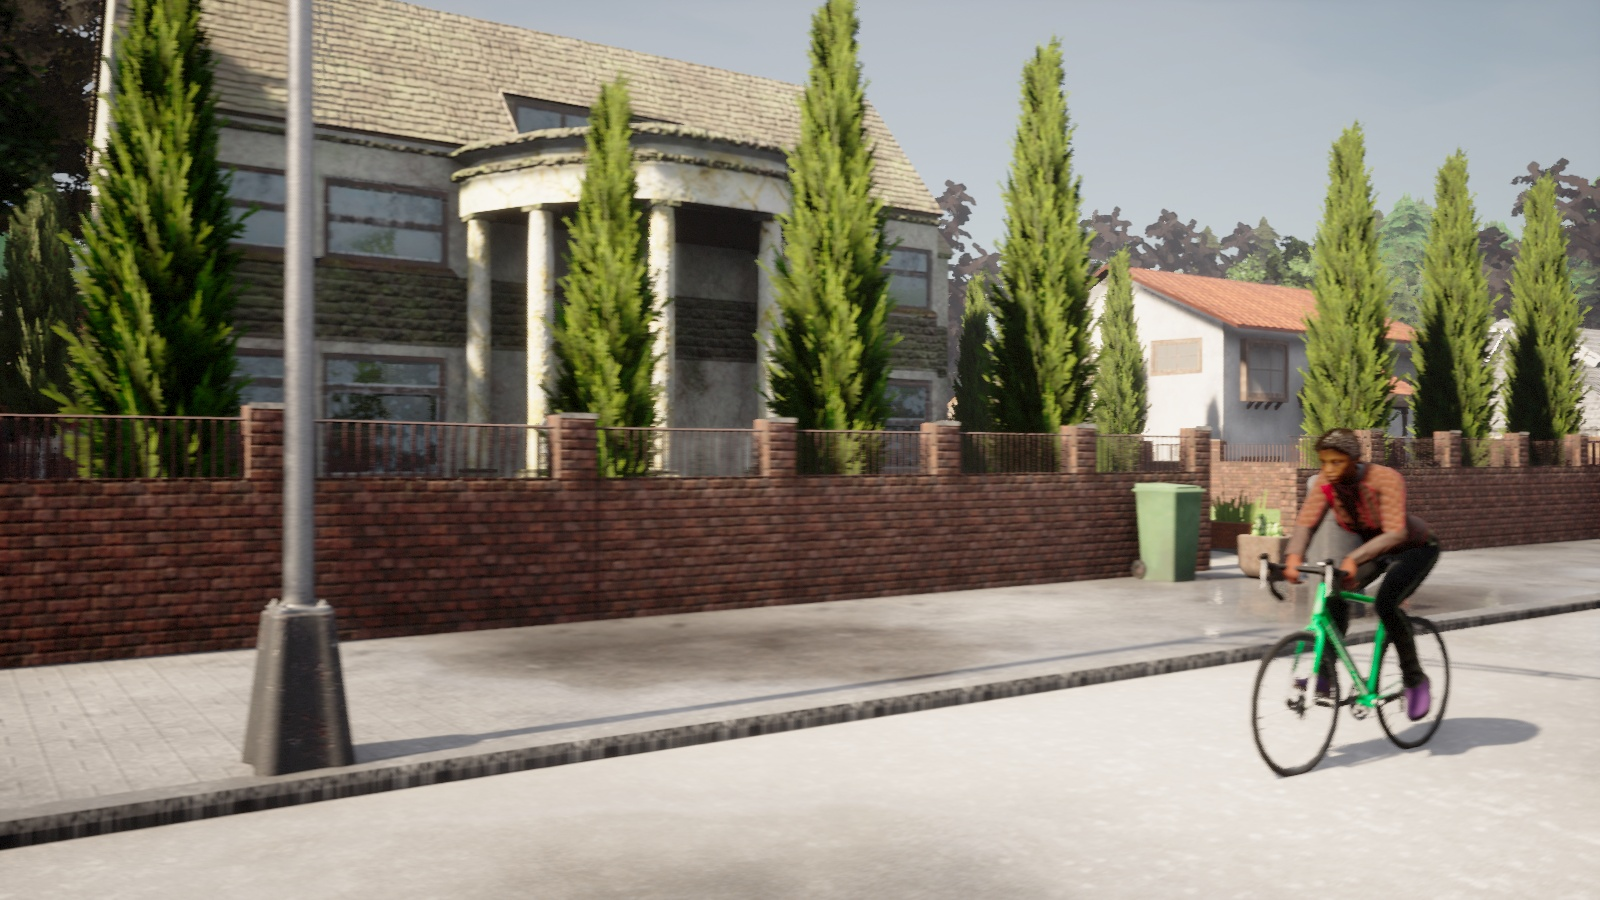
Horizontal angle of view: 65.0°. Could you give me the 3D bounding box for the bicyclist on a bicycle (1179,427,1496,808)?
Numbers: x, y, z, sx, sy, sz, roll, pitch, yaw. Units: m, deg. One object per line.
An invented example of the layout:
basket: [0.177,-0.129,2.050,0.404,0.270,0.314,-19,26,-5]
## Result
bicyclist on a bicycle: [2.611,0.707,6.032,1.656,1.620,0.582,0,0,-34]
